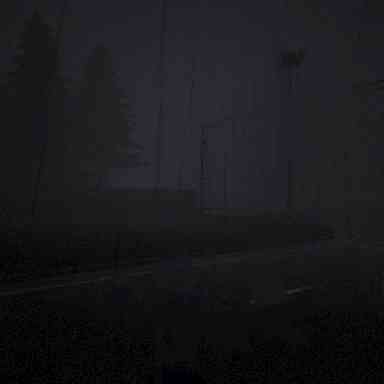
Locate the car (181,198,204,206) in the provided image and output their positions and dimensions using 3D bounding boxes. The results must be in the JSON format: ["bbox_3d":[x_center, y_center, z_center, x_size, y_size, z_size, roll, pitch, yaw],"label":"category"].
[{"bbox_3d":[-0.002,1.793,60.669,1.812,1.442,4.674,1,0,-35],"label":"car"}]

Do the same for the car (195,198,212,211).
[{"bbox_3d":[0.174,1.752,42.449,1.994,1.385,4.181,1,0,-36],"label":"car"}]

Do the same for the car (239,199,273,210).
[{"bbox_3d":[8.879,1.771,48.337,1.837,1.490,4.892,1,0,-36],"label":"car"}]

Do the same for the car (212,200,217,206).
[{"bbox_3d":[2.794,1.819,62.791,1.812,1.442,4.674,1,0,-35],"label":"car"}]

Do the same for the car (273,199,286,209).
[{"bbox_3d":[11.836,1.798,50.227,1.837,1.490,4.892,1,0,-36],"label":"car"}]
